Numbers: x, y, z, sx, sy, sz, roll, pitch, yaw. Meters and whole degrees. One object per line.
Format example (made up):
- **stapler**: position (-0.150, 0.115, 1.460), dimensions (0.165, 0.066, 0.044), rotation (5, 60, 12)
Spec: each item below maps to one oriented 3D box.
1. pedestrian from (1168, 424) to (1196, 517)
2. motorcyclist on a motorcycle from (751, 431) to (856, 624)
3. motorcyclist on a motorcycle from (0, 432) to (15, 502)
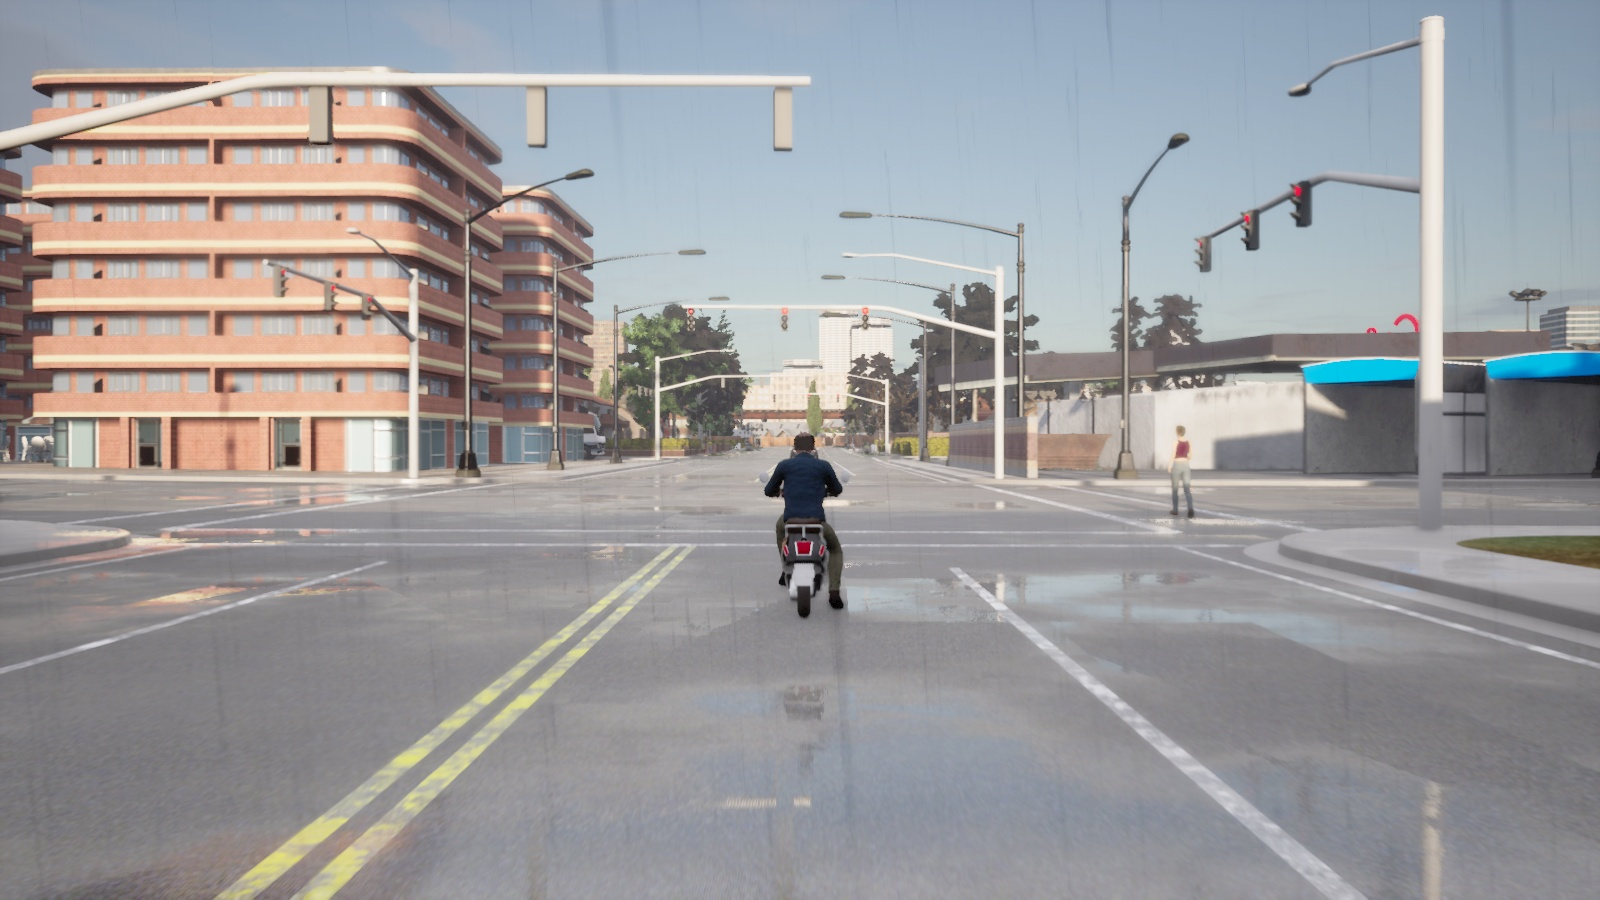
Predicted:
- **pedestrian**: position (7.602, 0.407, 25.004), dimensions (0.345, 1.836, 0.594), rotation (0, 0, -2)
- **motorcyclist on a motorcycle**: position (0.041, 0.636, 11.276), dimensions (0.866, 1.590, 1.817), rotation (0, 0, 1)
- **motorcyclist on a motorcycle**: position (-20.008, 0.389, 29.730), dimensions (2.350, 1.649, 0.766), rotation (1, 0, 1)
